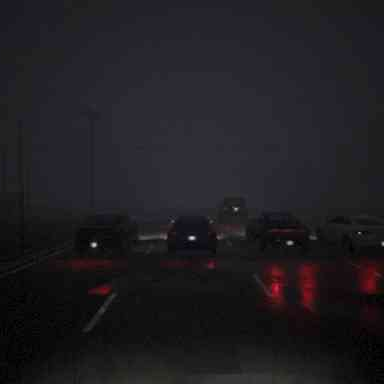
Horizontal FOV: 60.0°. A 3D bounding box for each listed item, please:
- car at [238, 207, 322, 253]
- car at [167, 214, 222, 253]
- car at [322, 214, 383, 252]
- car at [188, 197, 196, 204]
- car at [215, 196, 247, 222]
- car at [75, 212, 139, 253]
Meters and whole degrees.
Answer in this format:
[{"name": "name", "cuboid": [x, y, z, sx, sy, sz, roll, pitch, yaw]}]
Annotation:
[{"name": "car", "cuboid": [3.502, 1.628, 14.316, 2.128, 1.511, 4.902, 0, 0, 0]}, {"name": "car", "cuboid": [0.003, 1.700, 14.351, 1.994, 1.385, 4.181, 0, 0, 0]}, {"name": "car", "cuboid": [7.003, 1.662, 14.418, 1.812, 1.442, 4.674, 0, 0, 0]}, {"name": "car", "cuboid": [-0.006, 2.327, 82.223, 1.994, 1.385, 4.181, 0, -1, 0]}, {"name": "car", "cuboid": [3.501, 1.490, 29.034, 2.150, 2.045, 5.566, 0, 0, 0]}, {"name": "car", "cuboid": [-3.498, 1.643, 14.326, 1.837, 1.490, 4.892, 0, 0, 0]}]
